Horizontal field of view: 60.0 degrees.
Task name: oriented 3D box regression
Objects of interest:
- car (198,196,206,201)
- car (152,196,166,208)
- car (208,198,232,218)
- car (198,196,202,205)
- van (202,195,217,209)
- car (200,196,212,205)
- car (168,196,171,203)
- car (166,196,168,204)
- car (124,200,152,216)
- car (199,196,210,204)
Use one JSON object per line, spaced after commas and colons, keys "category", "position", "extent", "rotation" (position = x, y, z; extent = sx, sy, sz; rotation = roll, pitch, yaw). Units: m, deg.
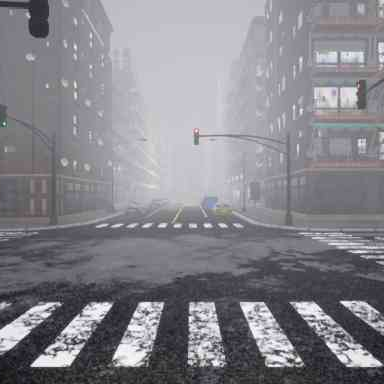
{"category": "car", "position": [2.461, 1.627, 83.624], "extent": [1.887, 1.381, 4.507], "rotation": [1, 0, 0]}
{"category": "car", "position": [-5.374, 1.614, 49.618], "extent": [1.802, 1.307, 4.206], "rotation": [1, 0, 0]}
{"category": "car", "position": [2.663, 1.538, 30.201], "extent": [1.752, 1.417, 4.829], "rotation": [1, 0, 0]}
{"category": "car", "position": [2.509, 1.347, 49.688], "extent": [2.192, 1.841, 5.009], "rotation": [1, 0, 0]}
{"category": "van", "position": [2.549, 1.366, 44.034], "extent": [1.690, 1.788, 3.998], "rotation": [1, 0, 0]}
{"category": "car", "position": [2.493, 1.486, 61.000], "extent": [1.967, 1.590, 4.097], "rotation": [1, 0, 0]}
{"category": "car", "position": [-5.389, 1.627, 60.934], "extent": [1.802, 1.307, 4.206], "rotation": [1, 0, 0]}
{"category": "car", "position": [-5.381, 1.564, 55.106], "extent": [1.752, 1.417, 4.829], "rotation": [1, 0, 0]}
{"category": "car", "position": [-5.480, 1.565, 32.645], "extent": [2.008, 1.369, 4.403], "rotation": [1, 0, 0]}
{"category": "car", "position": [2.484, 1.604, 66.656], "extent": [2.008, 1.369, 4.403], "rotation": [1, 0, 0]}
